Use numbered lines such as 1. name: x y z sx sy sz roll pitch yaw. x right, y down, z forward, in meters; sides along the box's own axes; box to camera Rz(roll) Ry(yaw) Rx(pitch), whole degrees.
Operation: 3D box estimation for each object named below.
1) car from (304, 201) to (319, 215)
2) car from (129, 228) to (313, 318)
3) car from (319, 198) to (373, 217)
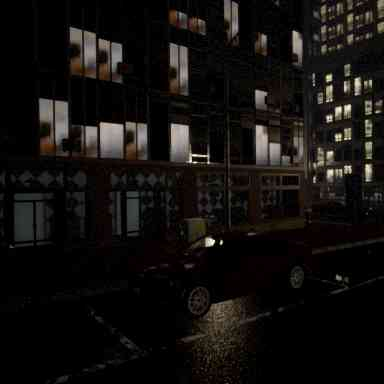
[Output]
1. car: 9.220 1.450 31.326 2.008 1.369 4.403 -1 1 -35
2. car: 0.815 1.543 7.361 4.507 1.381 1.887 0 -1 -36
3. car: 13.451 1.489 29.784 1.895 1.301 4.718 -1 1 -36
